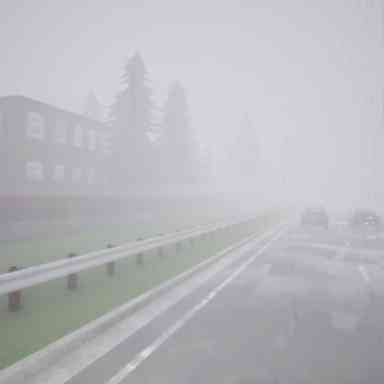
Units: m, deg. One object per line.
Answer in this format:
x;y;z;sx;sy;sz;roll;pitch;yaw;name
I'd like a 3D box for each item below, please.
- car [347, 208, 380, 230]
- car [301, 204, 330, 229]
13.472;2.057;26.210;1.837;1.490;4.892;2;0;21;car
9.312;1.901;25.181;2.128;1.511;4.902;2;0;22;car
